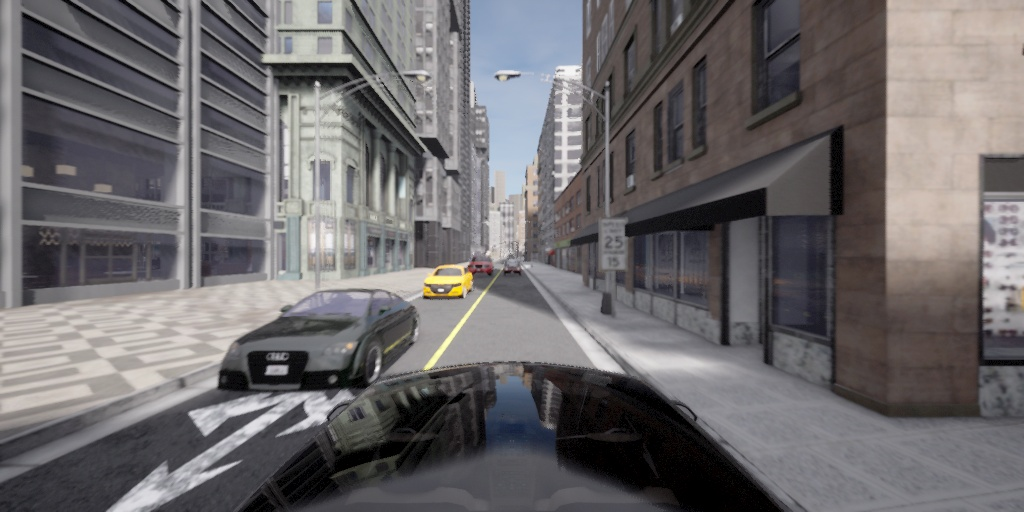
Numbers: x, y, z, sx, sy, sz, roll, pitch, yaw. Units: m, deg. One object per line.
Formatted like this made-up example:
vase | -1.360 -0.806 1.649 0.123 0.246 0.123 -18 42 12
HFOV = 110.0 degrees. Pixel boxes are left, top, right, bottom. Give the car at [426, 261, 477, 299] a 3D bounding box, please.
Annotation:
car | -3.080 1.213 18.070 1.882 1.535 5.008 0 0 0

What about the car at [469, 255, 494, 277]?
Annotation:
car | -3.024 0.942 35.786 2.150 2.045 5.566 0 0 1

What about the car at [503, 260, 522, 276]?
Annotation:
car | 0.032 1.318 37.164 1.895 1.301 4.718 0 0 0

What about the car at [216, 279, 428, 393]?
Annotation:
car | -3.096 1.310 6.698 1.994 1.385 4.181 0 0 0
